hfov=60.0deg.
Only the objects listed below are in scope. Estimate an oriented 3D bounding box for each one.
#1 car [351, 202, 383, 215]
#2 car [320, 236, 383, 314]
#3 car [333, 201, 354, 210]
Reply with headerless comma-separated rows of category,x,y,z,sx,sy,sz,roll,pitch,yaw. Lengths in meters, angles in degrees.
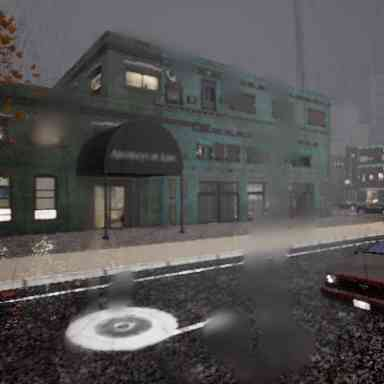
car,22.127,2.055,40.018,1.947,1.339,4.313,-1,0,-36
car,5.129,1.595,7.371,5.357,1.411,2.033,0,0,-36
car,24.181,2.104,51.751,2.008,1.369,4.403,-1,0,-36
